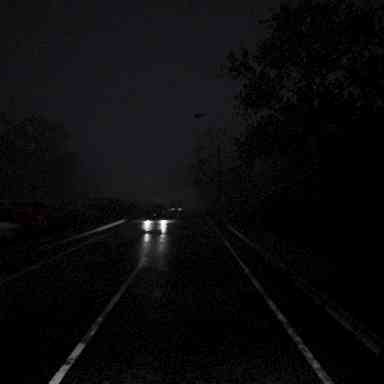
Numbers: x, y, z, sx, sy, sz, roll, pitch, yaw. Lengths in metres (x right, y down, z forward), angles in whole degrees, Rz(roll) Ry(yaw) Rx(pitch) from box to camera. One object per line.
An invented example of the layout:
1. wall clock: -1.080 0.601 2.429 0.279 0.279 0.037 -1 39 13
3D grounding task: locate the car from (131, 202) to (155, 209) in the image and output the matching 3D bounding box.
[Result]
1. car: -10.394 2.886 70.922 4.792 1.488 2.163 0 -2 0

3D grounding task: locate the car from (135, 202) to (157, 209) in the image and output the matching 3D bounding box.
1. car: -10.460 3.044 76.473 4.792 1.488 2.163 0 -2 0

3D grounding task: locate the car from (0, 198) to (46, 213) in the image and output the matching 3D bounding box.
1. car: -23.443 1.891 45.946 5.566 2.045 2.435 0 -2 0

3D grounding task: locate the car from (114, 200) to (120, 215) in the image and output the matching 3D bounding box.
1. car: -10.407 1.885 34.872 4.792 1.488 2.163 0 -1 0

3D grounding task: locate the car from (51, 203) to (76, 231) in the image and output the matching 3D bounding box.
1. car: -10.366 1.682 20.986 5.008 1.535 2.097 0 -1 0

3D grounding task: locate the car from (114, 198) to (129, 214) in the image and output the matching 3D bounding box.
1. car: -10.410 1.654 37.629 5.566 2.045 2.435 0 -2 0

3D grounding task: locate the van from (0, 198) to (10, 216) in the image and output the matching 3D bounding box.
1. van: -23.345 1.678 37.630 4.442 1.987 1.878 0 -1 0

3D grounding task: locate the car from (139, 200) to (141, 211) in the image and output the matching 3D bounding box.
1. car: -10.364 2.096 48.726 4.553 1.767 2.185 0 -2 0

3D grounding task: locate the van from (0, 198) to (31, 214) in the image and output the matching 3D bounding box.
1. van: -23.585 1.837 43.175 4.442 1.987 1.878 0 -2 0

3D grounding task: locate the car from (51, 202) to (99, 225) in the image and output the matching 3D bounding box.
1. car: -10.338 1.781 26.537 4.792 1.488 2.163 0 -1 0

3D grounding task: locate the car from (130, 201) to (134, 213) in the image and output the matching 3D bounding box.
1. car: -10.391 2.103 43.171 4.674 1.452 2.002 0 -2 0

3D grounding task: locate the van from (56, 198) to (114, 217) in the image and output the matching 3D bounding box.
1. van: -10.258 1.595 32.093 4.442 1.987 1.878 0 -1 0

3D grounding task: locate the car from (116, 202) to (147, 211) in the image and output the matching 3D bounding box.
1. car: -10.400 2.461 57.048 4.892 1.521 2.231 0 -2 0

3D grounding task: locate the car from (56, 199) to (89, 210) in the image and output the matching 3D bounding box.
1. car: -23.468 2.448 65.455 5.566 2.045 2.435 0 -2 0

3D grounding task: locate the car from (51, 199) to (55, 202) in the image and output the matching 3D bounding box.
1. car: -23.470 2.224 48.832 5.008 1.535 2.097 0 -2 0

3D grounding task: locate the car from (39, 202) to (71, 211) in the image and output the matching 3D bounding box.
1. car: -23.488 2.498 57.014 4.674 1.452 2.002 0 -2 0

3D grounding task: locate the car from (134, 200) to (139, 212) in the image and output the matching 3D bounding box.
1. car: -10.386 2.142 45.947 5.008 1.535 2.097 0 -2 0

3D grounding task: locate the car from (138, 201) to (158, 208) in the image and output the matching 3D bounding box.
1. car: -10.465 2.971 79.249 4.553 1.767 2.185 0 -2 0

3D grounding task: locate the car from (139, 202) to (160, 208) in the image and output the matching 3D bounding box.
1. car: -10.431 3.183 82.023 4.892 1.521 2.231 0 -2 0

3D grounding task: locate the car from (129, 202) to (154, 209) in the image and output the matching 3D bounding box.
1. car: -10.390 2.807 68.147 4.792 1.488 2.163 0 -2 0

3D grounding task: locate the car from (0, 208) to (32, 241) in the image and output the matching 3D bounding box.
1. car: -10.356 1.653 15.434 4.674 1.452 2.002 0 -1 0

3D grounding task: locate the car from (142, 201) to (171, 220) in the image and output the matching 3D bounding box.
1. car: -3.405 1.887 32.595 1.837 1.490 4.892 0 -1 0

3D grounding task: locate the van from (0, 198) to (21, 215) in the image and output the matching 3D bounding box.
1. van: -23.581 1.761 40.531 4.442 1.987 1.878 0 -2 0

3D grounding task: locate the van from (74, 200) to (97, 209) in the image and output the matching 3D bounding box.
1. van: -23.623 2.711 73.761 4.442 1.987 1.878 0 -2 0

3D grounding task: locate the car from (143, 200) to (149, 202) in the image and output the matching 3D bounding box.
1. car: -10.217 2.378 54.273 5.366 1.575 1.946 0 -2 0

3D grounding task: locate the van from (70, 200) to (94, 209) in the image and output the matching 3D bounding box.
1. van: -23.386 2.632 70.992 4.442 1.987 1.878 0 -2 0

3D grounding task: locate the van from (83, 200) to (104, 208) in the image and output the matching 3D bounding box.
1. van: -23.405 2.872 79.314 4.442 1.987 1.878 0 -2 0

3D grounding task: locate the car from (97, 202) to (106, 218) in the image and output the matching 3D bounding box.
1. car: -10.374 1.826 29.314 4.674 1.452 2.002 0 -1 0

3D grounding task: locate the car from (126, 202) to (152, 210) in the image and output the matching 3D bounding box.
1. car: -10.387 2.727 65.372 4.792 1.488 2.163 0 -2 0

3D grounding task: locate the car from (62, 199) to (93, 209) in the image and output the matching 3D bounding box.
1. car: -23.471 2.527 68.224 5.566 2.045 2.435 0 -2 0

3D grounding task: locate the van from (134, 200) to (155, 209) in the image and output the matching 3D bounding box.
1. van: -10.543 2.710 73.704 4.442 1.987 1.878 0 -2 0

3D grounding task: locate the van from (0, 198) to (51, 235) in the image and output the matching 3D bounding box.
1. van: -10.474 1.422 18.213 4.442 1.987 1.878 0 -1 0

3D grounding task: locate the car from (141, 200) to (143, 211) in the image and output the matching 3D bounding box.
1. car: -10.368 2.176 51.501 4.553 1.767 2.185 0 -2 0

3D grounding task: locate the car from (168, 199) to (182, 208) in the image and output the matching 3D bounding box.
1. car: -3.438 2.603 73.950 2.150 2.045 5.566 0 -2 0

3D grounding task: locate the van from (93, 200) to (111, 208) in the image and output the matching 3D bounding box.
1. van: -23.641 3.141 87.473 4.442 1.987 1.878 0 -2 0
